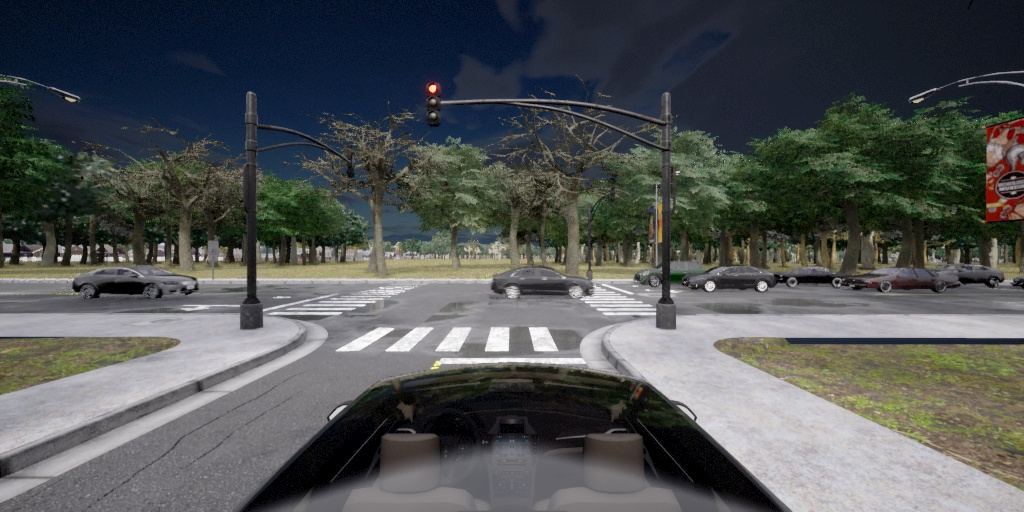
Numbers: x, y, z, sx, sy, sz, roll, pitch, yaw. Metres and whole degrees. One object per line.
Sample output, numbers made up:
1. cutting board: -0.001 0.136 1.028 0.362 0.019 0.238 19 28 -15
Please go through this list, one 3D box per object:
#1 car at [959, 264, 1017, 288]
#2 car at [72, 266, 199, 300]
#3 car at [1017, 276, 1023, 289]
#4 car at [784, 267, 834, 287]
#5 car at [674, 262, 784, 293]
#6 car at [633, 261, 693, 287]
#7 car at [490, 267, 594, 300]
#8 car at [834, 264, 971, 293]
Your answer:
1. car: 29.402 1.278 23.803 4.902 1.511 2.128 0 0 0
2. car: -17.790 1.222 17.093 4.902 1.511 2.128 0 0 0
3. car: 32.406 1.343 20.548 5.357 1.411 2.033 0 0 0
4. car: 19.466 1.371 23.806 4.718 1.301 1.895 0 0 0
5. car: 12.329 1.269 20.553 4.892 1.490 1.837 0 0 0
6. car: 10.482 1.109 23.801 4.553 1.767 2.097 0 0 0
7. car: 1.405 1.258 17.101 4.892 1.490 1.837 0 0 0
8. car: 22.190 1.326 20.554 5.357 1.411 2.033 0 0 0
